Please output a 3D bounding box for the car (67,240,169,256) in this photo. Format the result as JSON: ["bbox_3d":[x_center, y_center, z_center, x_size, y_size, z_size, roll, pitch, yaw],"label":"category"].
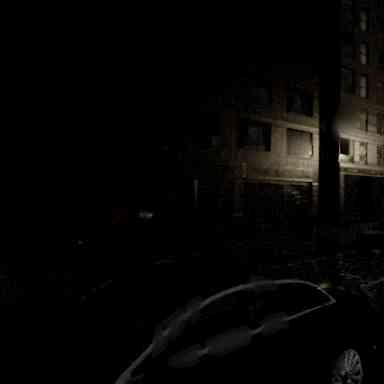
[{"bbox_3d":[-1.390,1.567,5.635,4.313,1.339,1.947,0,1,-35],"label":"car"}]

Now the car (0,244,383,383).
[{"bbox_3d":[-0.102,1.494,3.290,4.902,1.511,2.128,0,0,-35],"label":"car"}]

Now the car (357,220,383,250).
[{"bbox_3d":[7.782,1.570,12.094,4.313,1.339,1.947,0,1,-35],"label":"car"}]
